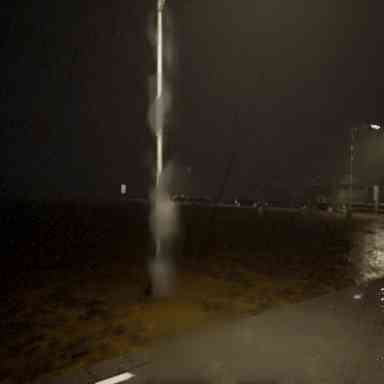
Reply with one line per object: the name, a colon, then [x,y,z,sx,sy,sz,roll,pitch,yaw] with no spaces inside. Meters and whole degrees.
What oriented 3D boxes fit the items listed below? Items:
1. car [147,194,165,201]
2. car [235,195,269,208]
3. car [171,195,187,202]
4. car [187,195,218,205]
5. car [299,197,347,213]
car: [-7.719,1.163,69.956,1.895,1.301,4.718,2,-1,-35]
car: [7.568,1.215,42.132,1.837,1.490,4.892,2,-1,-35]
car: [-1.721,1.179,61.587,2.033,1.411,5.357,2,-1,-35]
car: [1.794,1.211,50.273,1.895,1.301,4.718,2,-1,-35]
car: [13.328,1.330,34.021,1.837,1.490,4.892,2,0,-35]
